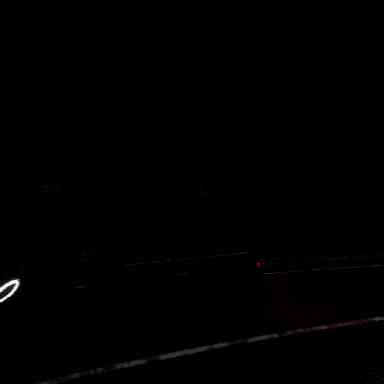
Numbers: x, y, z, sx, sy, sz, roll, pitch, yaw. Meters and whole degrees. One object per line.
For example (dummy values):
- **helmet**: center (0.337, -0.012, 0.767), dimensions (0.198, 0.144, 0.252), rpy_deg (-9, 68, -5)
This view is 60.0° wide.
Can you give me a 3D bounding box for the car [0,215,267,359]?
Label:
- **car**: center (-1.034, 1.328, 5.859), dimensions (4.553, 1.767, 2.097), rpy_deg (0, 0, -22)
